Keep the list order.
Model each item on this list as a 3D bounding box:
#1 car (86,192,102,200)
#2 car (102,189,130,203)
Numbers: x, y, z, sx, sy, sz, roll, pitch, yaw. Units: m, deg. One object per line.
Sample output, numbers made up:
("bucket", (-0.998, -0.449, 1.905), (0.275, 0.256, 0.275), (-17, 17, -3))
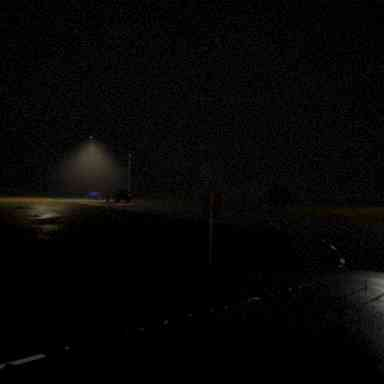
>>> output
("car", (-17.468, 0.677, 59.598), (1.812, 1.442, 4.674), (2, 0, -35))
("car", (-11.435, 0.573, 51.137), (2.150, 2.045, 5.566), (2, 0, -35))
